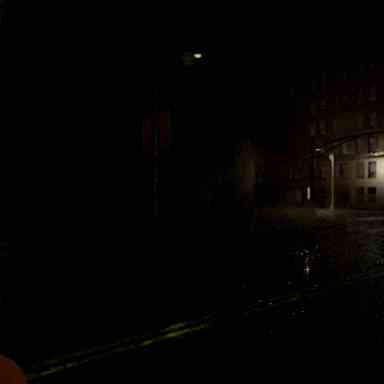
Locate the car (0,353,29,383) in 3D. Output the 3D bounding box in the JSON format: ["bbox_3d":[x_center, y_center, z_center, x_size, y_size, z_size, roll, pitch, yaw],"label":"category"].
[{"bbox_3d":[-3.272,1.466,1.125,5.008,1.535,1.882,0,0,-36],"label":"car"}]
